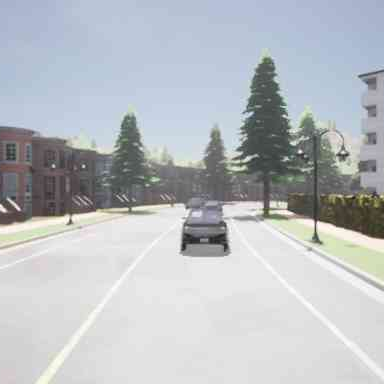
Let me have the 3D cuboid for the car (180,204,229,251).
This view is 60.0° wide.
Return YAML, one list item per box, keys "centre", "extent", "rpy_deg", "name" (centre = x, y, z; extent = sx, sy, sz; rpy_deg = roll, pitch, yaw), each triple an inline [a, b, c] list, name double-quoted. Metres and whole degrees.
- centre: [0.563, 1.500, 14.190]
  extent: [2.128, 1.511, 4.902]
  rpy_deg: [0, 0, 3]
  name: "car"

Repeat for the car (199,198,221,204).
- centre: [2.011, 1.546, 31.077]
  extent: [1.812, 1.442, 4.674]
  rpy_deg: [0, 0, 7]
  name: "car"

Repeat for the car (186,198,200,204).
- centre: [0.516, 1.530, 42.115]
  extent: [1.837, 1.490, 4.892]
  rpy_deg: [0, 0, 18]
  name: "car"
